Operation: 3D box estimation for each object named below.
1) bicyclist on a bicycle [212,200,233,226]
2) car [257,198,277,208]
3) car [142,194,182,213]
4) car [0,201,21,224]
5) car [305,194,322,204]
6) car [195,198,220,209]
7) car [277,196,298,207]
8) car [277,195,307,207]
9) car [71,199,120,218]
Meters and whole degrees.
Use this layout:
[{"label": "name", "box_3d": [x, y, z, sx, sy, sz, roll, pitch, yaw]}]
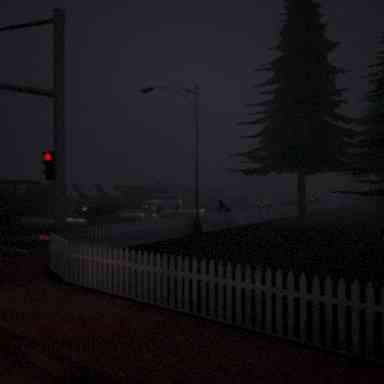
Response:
[{"label": "bicyclist on a bicycle", "box_3d": [1.930, 1.336, 21.281, 1.656, 1.620, 0.582, 0, 0, 34]}, {"label": "car", "box_3d": [10.761, 1.584, 47.395, 1.812, 1.442, 4.674, 0, 0, 33]}, {"label": "car", "box_3d": [-3.468, 1.301, 39.139, 2.150, 2.045, 5.566, 0, 0, 34]}, {"label": "car", "box_3d": [-14.430, 1.430, 22.950, 2.097, 1.767, 4.553, 0, 0, 34]}, {"label": "car", "box_3d": [19.301, 1.269, 53.723, 2.150, 2.045, 5.566, 0, 0, 34]}, {"label": "car", "box_3d": [2.252, 1.571, 47.539, 2.128, 1.511, 4.902, 0, 0, 34]}, {"label": "car", "box_3d": [15.870, 1.536, 54.908, 1.882, 1.535, 5.008, 0, 0, 34]}, {"label": "car", "box_3d": [13.718, 1.525, 45.465, 1.882, 1.535, 5.008, 0, 0, 34]}, {"label": "car", "box_3d": [-8.946, 1.431, 31.052, 2.097, 1.767, 4.553, 0, 0, 34]}]
